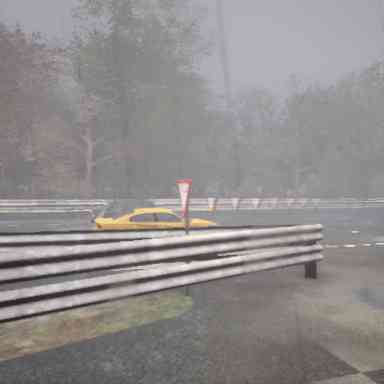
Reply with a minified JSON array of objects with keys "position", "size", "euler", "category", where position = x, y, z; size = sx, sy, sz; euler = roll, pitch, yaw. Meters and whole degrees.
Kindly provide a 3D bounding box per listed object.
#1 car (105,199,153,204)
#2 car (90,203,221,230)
[{"position":[-2.359,1.184,16.340],"size":[4.553,1.767,2.097],"euler":[0,1,-17],"category":"car"},{"position":[-1.278,1.369,13.012],"size":[5.008,1.535,1.882],"euler":[0,1,-17],"category":"car"}]
